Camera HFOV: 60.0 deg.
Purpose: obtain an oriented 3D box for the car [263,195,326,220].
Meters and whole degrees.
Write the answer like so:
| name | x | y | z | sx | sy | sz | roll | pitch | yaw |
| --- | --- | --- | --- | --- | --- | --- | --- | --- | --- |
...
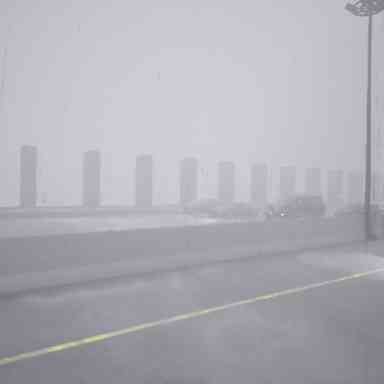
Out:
| name | x | y | z | sx | sy | sz | roll | pitch | yaw |
| --- | --- | --- | --- | --- | --- | --- | --- | --- | --- |
| car | 8.182 | 1.243 | 26.212 | 5.566 | 2.045 | 2.150 | 1 | 0 | -33 |

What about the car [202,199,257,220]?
| name | x | y | z | sx | sy | sz | roll | pitch | yaw |
| --- | --- | --- | --- | --- | --- | --- | --- | --- | --- |
| car | 3.355 | 1.526 | 27.243 | 4.181 | 1.385 | 1.994 | 1 | 0 | -33 |

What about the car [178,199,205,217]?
| name | x | y | z | sx | sy | sz | roll | pitch | yaw |
| --- | --- | --- | --- | --- | --- | --- | --- | --- | --- |
| car | 1.059 | 1.420 | 29.923 | 4.902 | 1.511 | 2.128 | 1 | 0 | -33 |

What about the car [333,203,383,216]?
| name | x | y | z | sx | sy | sz | roll | pitch | yaw |
| --- | --- | --- | --- | --- | --- | --- | --- | --- | --- |
| car | 12.524 | 1.580 | 24.824 | 4.892 | 1.490 | 1.837 | 1 | 0 | -32 |

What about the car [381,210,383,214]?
| name | x | y | z | sx | sy | sz | roll | pitch | yaw |
| --- | --- | --- | --- | --- | --- | --- | --- | --- | --- |
| car | 7.163 | 1.407 | 8.562 | 4.553 | 1.767 | 2.097 | 1 | 0 | -34 |
